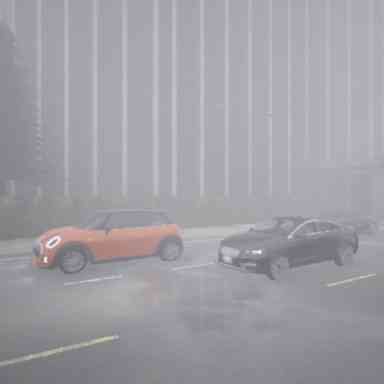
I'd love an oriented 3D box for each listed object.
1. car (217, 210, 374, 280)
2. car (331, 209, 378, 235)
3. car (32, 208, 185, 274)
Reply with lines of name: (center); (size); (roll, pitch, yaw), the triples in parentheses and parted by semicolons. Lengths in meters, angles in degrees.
car: (2.996, 1.492, 10.005); (4.902, 1.511, 2.128); (0, 0, -32)
car: (7.663, 1.564, 17.107); (4.181, 1.385, 1.994); (0, 0, -33)
car: (-2.569, 1.352, 10.619); (4.553, 1.767, 2.097); (0, 0, -32)
